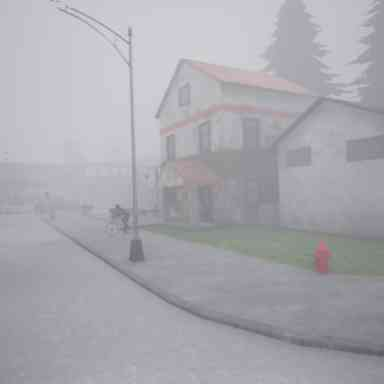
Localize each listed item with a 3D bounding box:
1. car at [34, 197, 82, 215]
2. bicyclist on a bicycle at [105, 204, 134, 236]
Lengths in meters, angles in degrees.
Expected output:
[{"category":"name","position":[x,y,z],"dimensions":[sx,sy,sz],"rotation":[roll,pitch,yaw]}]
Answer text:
[{"category":"car","position":[-16.431,1.676,41.039],"dimensions":[2.150,2.045,5.566],"rotation":[-2,0,44]},{"category":"bicyclist on a bicycle","position":[-3.686,1.441,17.236],"dimensions":[1.656,1.620,0.582],"rotation":[-2,0,-29]}]
